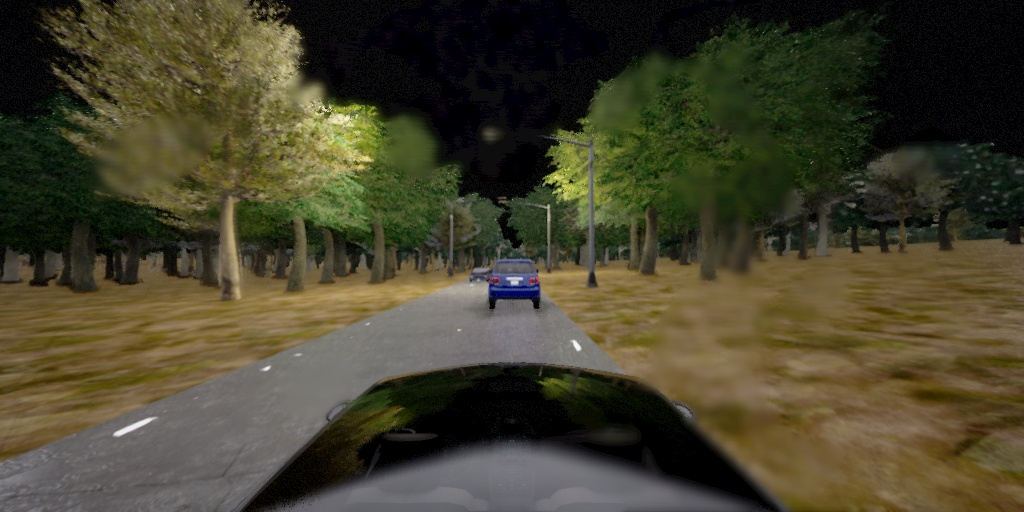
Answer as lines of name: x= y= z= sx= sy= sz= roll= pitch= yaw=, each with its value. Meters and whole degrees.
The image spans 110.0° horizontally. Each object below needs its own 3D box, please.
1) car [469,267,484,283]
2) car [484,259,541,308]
car: x=-2.982 y=1.804 z=34.578 sx=2.033 sy=1.411 sz=5.357 roll=0 pitch=-1 yaw=0
car: x=0.105 y=1.193 z=16.714 sx=2.150 sy=2.045 sz=5.566 roll=0 pitch=-1 yaw=0
